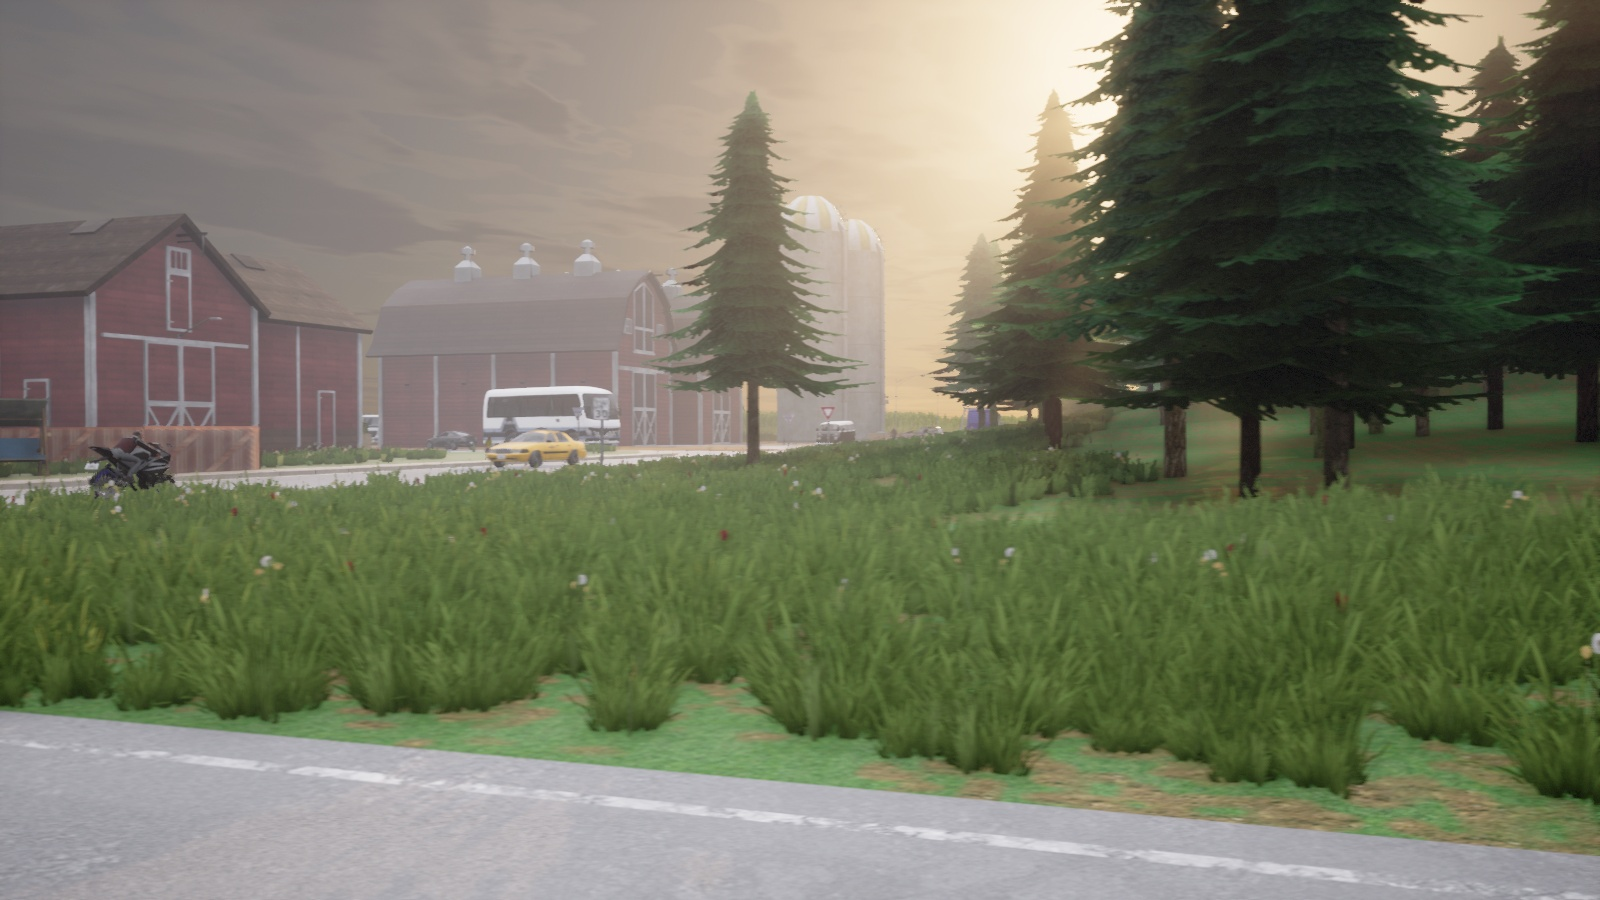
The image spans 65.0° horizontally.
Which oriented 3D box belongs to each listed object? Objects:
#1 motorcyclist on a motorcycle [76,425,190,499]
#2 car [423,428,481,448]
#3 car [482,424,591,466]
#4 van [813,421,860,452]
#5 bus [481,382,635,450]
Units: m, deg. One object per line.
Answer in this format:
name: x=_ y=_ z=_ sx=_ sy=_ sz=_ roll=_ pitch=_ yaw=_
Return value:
motorcyclist on a motorcycle: x=-14.434 y=0.231 z=27.252 sx=0.866 sy=1.530 sz=2.191 roll=1 pitch=1 yaw=19
car: x=-26.125 y=-0.906 z=94.216 sx=4.674 sy=1.442 sz=1.812 roll=1 pitch=1 yaw=38
car: x=-10.405 y=-0.216 z=50.090 sx=1.801 sy=1.575 sz=5.366 roll=1 pitch=1 yaw=19
van: x=2.575 y=-1.009 z=88.480 sx=2.069 sy=2.038 sz=4.480 roll=1 pitch=2 yaw=19
bus: x=-16.053 y=-2.150 z=82.803 sx=10.273 sy=4.253 sz=3.944 roll=0 pitch=1 yaw=35
